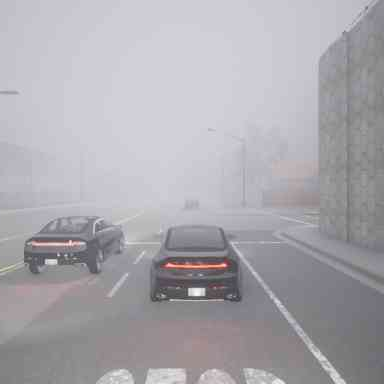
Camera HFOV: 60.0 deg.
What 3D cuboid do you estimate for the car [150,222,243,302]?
[{"bbox_3d":[0.078,1.505,8.252,1.837,1.490,4.892,0,0,0],"label":"car"}]

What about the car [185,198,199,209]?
[{"bbox_3d":[-0.026,1.491,44.232,2.128,1.511,4.902,0,0,0],"label":"car"}]

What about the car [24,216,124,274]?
[{"bbox_3d":[-3.430,1.492,10.520,2.128,1.511,4.902,0,0,0],"label":"car"}]
